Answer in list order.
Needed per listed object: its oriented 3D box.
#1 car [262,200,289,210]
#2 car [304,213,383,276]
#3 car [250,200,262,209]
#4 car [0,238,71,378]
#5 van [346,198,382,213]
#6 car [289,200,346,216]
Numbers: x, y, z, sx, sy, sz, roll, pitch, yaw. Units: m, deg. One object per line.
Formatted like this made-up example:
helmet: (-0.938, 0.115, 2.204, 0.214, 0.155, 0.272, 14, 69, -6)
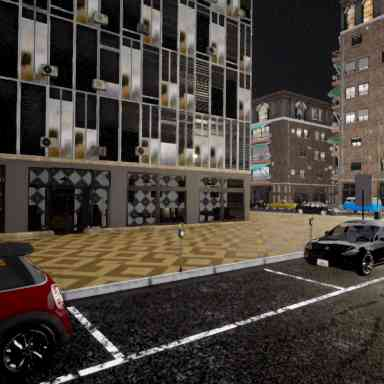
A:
car: (12.655, 1.788, 46.680, 1.752, 1.417, 4.829, 0, -1, -35)
car: (5.358, 1.567, 10.372, 4.313, 1.339, 1.947, 0, 1, -35)
car: (9.587, 1.865, 51.098, 1.947, 1.339, 4.313, 0, -1, -35)
car: (-3.717, 1.440, 3.897, 4.097, 1.590, 1.967, 0, 1, -35)
van: (19.085, 1.525, 37.426, 1.690, 1.788, 3.998, 0, -1, -35)
car: (12.198, 1.620, 32.647, 2.008, 1.369, 4.403, 0, -1, -35)
